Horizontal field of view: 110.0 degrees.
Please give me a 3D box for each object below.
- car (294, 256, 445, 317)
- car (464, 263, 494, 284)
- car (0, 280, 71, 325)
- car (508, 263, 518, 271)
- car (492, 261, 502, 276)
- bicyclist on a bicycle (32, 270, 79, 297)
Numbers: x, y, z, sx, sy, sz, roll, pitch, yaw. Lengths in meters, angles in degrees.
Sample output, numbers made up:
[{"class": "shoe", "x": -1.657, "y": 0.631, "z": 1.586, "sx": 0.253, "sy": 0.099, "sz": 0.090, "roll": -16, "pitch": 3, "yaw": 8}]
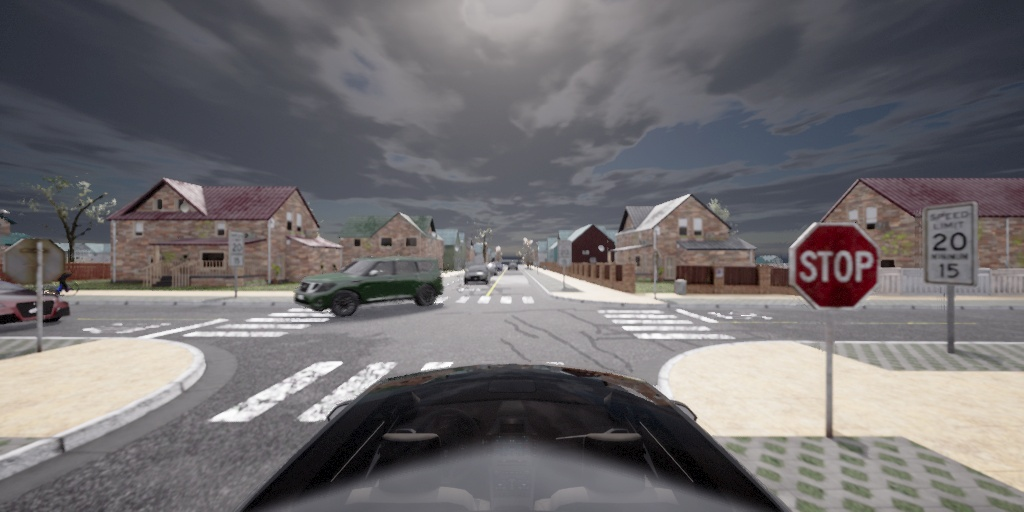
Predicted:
[{"class": "car", "x": -5.206, "y": 1.041, "z": 14.006, "sx": 2.150, "sy": 2.045, "sz": 5.566, "roll": 2, "pitch": 1, "yaw": 40}, {"class": "car", "x": -2.776, "y": 1.492, "z": 29.535, "sx": 1.837, "sy": 1.490, "sz": 4.892, "roll": 0, "pitch": -1, "yaw": 0}, {"class": "car", "x": -15.225, "y": 1.314, "z": 9.966, "sx": 4.181, "sy": 1.385, "sz": 1.994, "roll": 0, "pitch": 0, "yaw": 0}, {"class": "car", "x": 0.161, "y": 1.932, "z": 64.958, "sx": 1.812, "sy": 1.442, "sz": 4.674, "roll": 0, "pitch": -1, "yaw": 0}, {"class": "car", "x": -2.734, "y": 1.632, "z": 43.375, "sx": 2.128, "sy": 1.511, "sz": 4.902, "roll": 0, "pitch": -1, "yaw": 0}, {"class": "bicyclist on a bicycle", "x": -20.117, "y": 1.044, "z": 15.827, "sx": 0.582, "sy": 1.620, "sz": 1.656, "roll": 0, "pitch": 0, "yaw": 0}]
